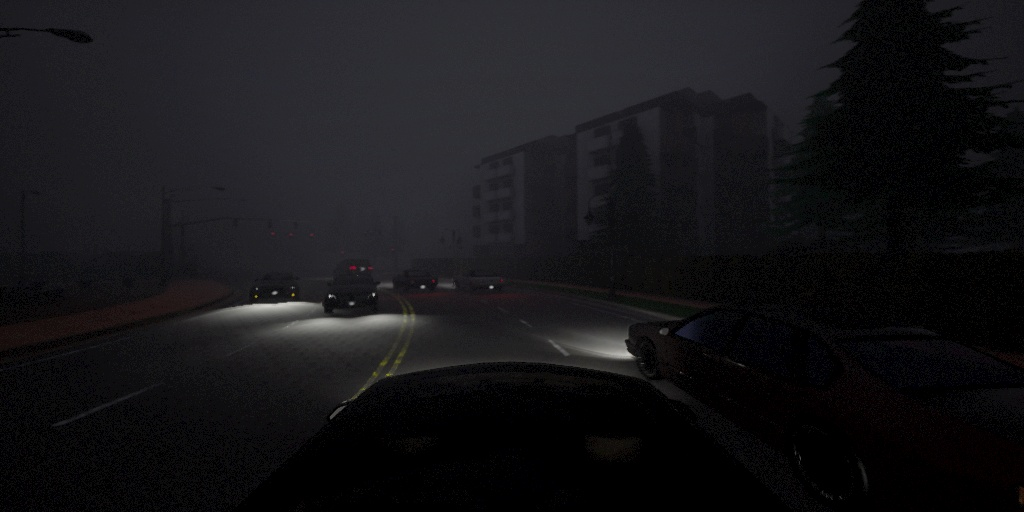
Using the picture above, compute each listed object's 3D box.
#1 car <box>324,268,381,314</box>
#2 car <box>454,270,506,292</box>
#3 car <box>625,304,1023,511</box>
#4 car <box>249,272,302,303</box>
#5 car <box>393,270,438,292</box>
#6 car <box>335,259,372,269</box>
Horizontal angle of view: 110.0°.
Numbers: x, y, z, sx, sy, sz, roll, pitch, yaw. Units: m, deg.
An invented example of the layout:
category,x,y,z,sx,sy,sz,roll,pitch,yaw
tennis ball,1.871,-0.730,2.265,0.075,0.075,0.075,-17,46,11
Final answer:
category,x,y,z,sx,sy,sz,roll,pitch,yaw
car,-6.514,1.424,14.852,1.812,1.442,4.674,0,-1,-22
car,-2.207,1.531,22.849,1.895,1.301,4.718,0,0,-27
car,3.228,1.294,4.274,2.033,1.411,5.357,0,0,-5
car,-11.839,1.526,18.202,1.994,1.385,4.181,0,-1,-29
car,-6.405,1.564,23.260,1.895,1.301,4.718,0,-1,-30
car,-15.460,1.333,34.766,2.150,2.045,5.566,0,-1,-42
